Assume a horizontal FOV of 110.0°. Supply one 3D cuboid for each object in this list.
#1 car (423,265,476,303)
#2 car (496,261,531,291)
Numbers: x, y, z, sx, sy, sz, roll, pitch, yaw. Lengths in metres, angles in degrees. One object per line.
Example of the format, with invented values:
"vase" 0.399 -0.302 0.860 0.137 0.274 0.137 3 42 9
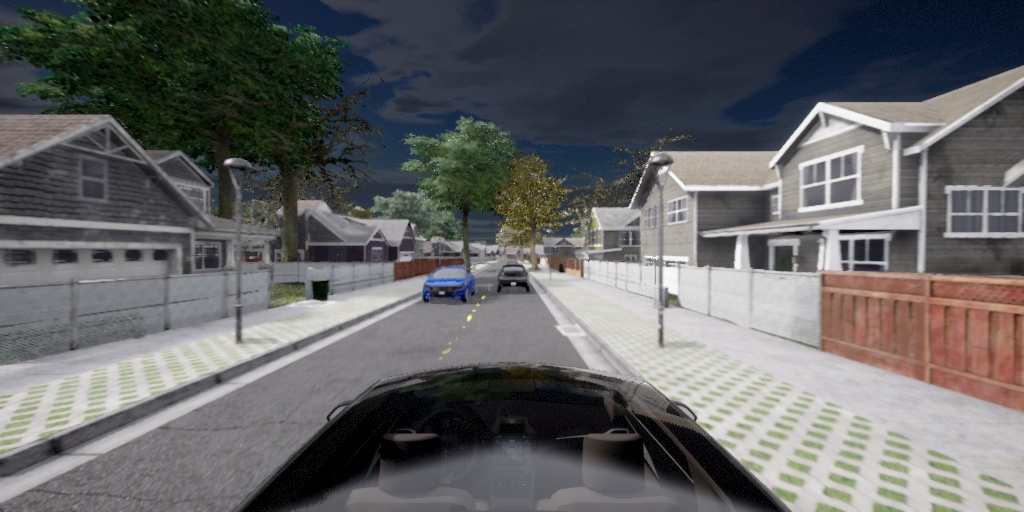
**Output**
"car" -2.824 1.228 16.989 1.882 1.535 5.008 0 0 0
"car" 0.084 1.258 21.738 1.837 1.490 4.892 0 0 0
